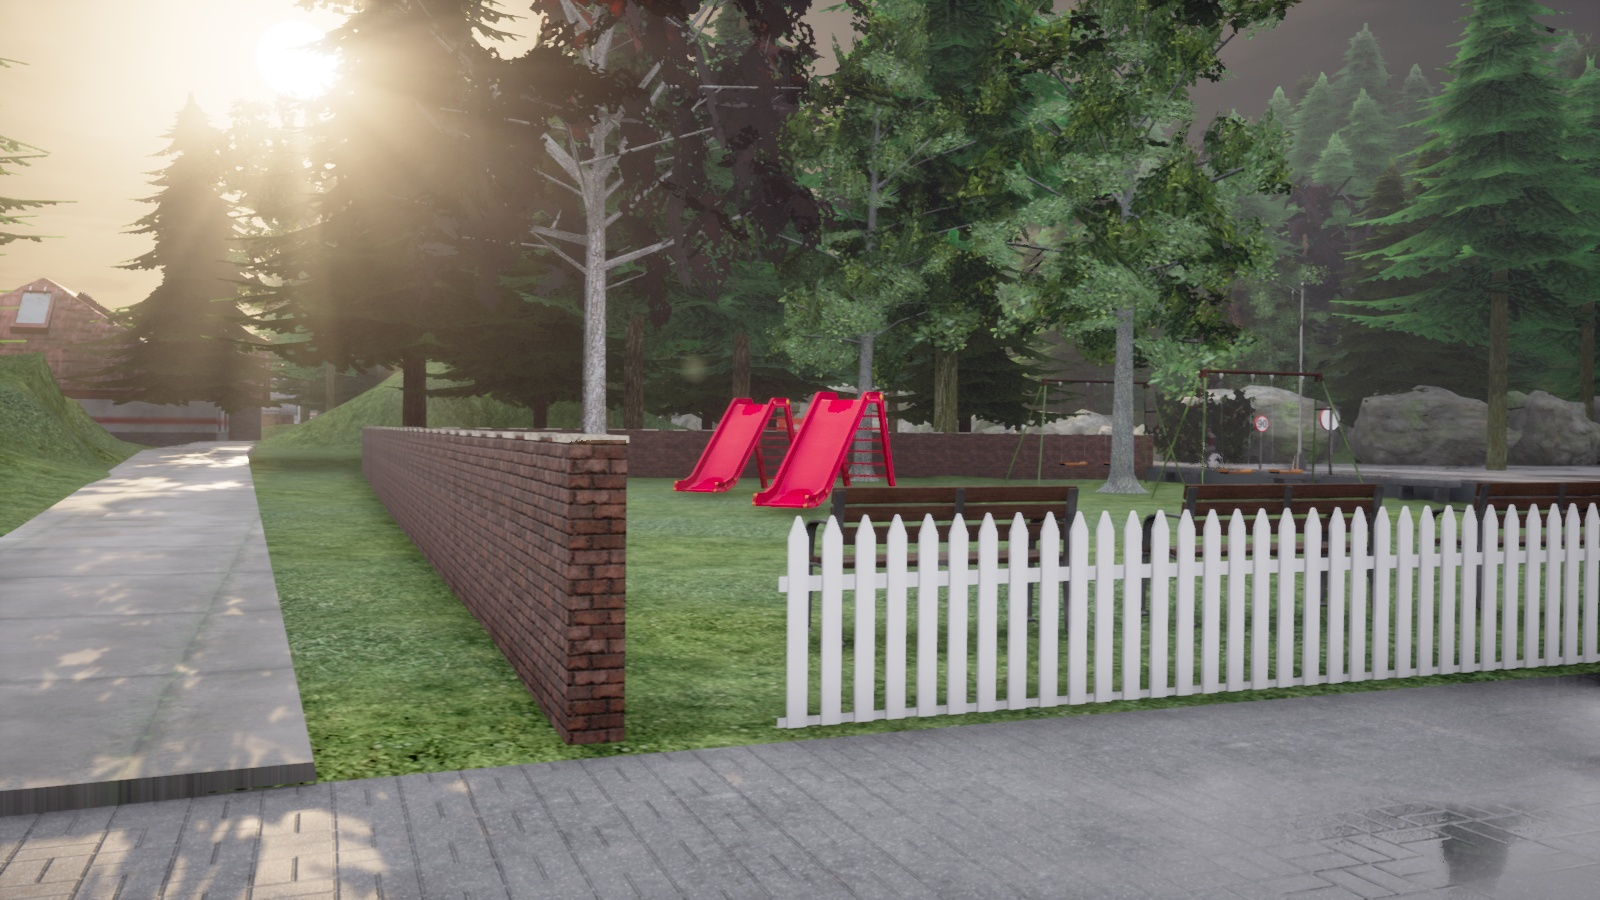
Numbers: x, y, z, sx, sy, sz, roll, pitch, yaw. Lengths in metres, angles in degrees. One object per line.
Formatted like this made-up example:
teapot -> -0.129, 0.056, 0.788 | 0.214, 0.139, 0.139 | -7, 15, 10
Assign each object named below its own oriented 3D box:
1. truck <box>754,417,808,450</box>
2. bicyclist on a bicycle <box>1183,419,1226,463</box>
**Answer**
truck -> -1.564, -1.302, 99.140 | 2.627, 2.467, 5.204 | -1, 1, -21
bicyclist on a bicycle -> 16.592, -0.366, 51.510 | 0.659, 1.776, 1.843 | -1, 1, -21
